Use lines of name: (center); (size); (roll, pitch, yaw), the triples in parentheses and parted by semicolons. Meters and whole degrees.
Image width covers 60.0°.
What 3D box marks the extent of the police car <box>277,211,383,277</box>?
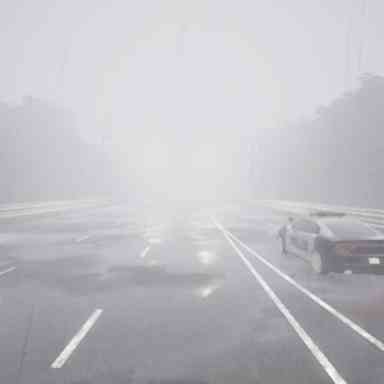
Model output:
police car: (4.179, 1.432, 10.494); (1.930, 1.638, 5.238); (0, 0, -4)
